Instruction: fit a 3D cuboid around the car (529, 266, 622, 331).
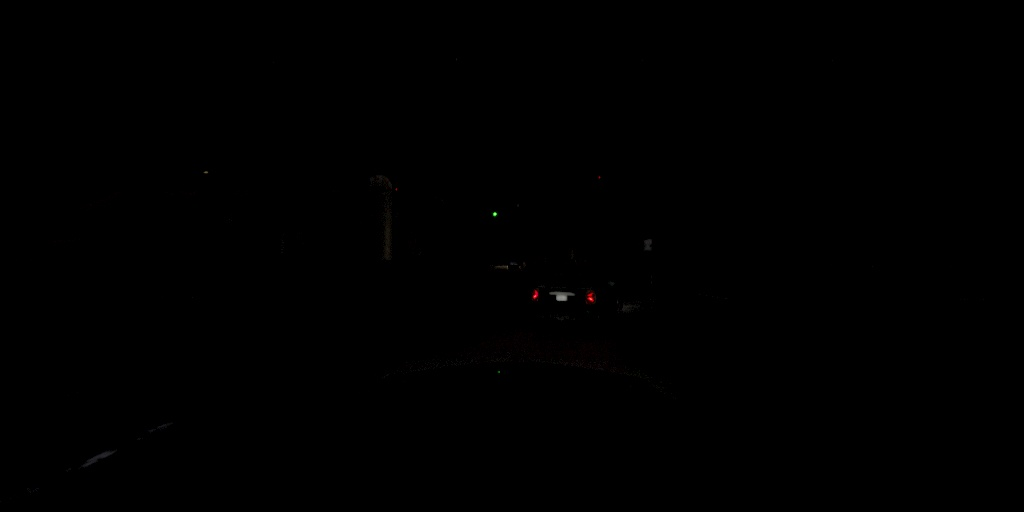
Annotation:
[{"bbox_3d":[2.221,1.193,11.764,2.097,1.767,4.553,0,-1,24],"label":"car"}]
